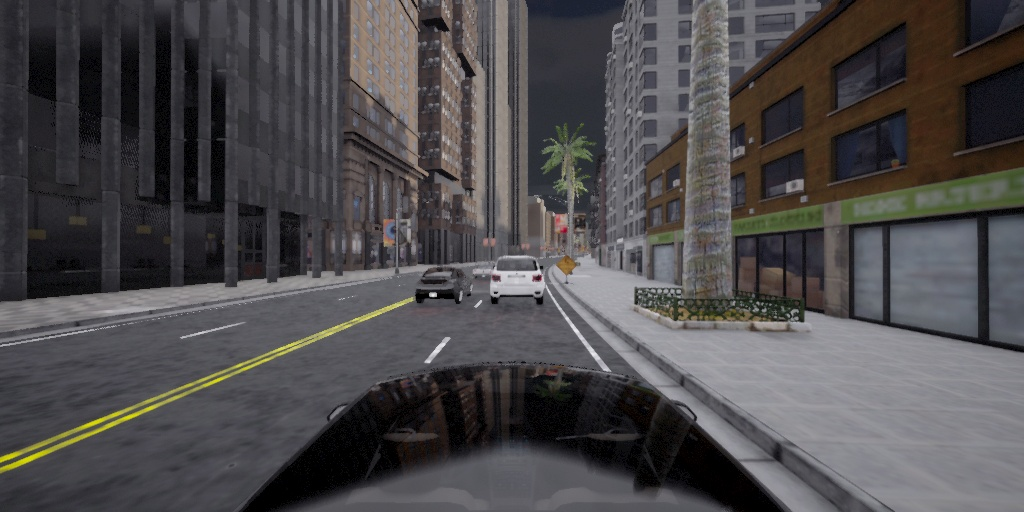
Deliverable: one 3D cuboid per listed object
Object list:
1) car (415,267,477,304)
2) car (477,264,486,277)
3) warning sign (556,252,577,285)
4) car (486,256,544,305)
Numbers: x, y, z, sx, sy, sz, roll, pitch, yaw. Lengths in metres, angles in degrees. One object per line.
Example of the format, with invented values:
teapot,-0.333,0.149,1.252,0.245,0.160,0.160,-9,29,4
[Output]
car,-2.973,1.256,16.337,1.837,1.490,4.892,0,0,2
car,-2.134,1.316,31.281,1.895,1.301,4.718,0,0,4
warning sign,3.401,0.840,22.266,1.300,1.860,1.060,0,0,3
car,0.275,0.997,16.245,2.150,2.045,5.566,0,0,2
